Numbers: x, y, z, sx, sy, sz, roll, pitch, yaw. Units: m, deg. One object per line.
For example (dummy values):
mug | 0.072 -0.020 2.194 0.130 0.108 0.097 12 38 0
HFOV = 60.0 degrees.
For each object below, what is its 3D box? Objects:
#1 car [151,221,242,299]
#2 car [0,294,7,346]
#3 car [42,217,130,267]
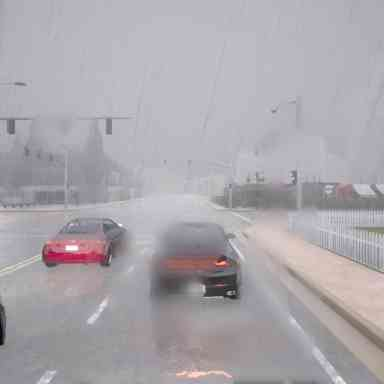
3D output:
car | 0.087 1.505 8.413 1.837 1.490 4.892 0 0 0
car | -3.408 1.492 2.543 2.128 1.511 4.902 0 0 0
car | -3.418 1.564 11.451 1.994 1.385 4.181 0 0 0
